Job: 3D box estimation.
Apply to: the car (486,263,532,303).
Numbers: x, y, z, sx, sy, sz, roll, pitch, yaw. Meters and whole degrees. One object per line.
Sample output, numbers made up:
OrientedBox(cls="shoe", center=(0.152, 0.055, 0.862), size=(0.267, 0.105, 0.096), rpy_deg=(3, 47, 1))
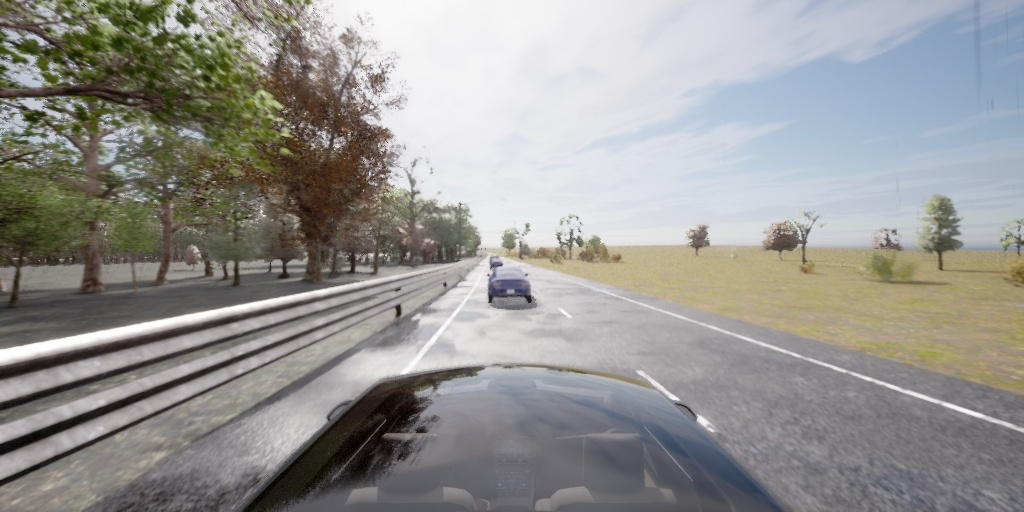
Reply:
OrientedBox(cls="car", center=(-0.177, 1.217, 16.320), size=(1.812, 1.442, 4.674), rpy_deg=(0, 0, -3))

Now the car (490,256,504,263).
OrientedBox(cls="car", center=(-2.082, 1.065, 49.566), size=(1.812, 1.442, 4.674), rpy_deg=(0, 0, -3))
